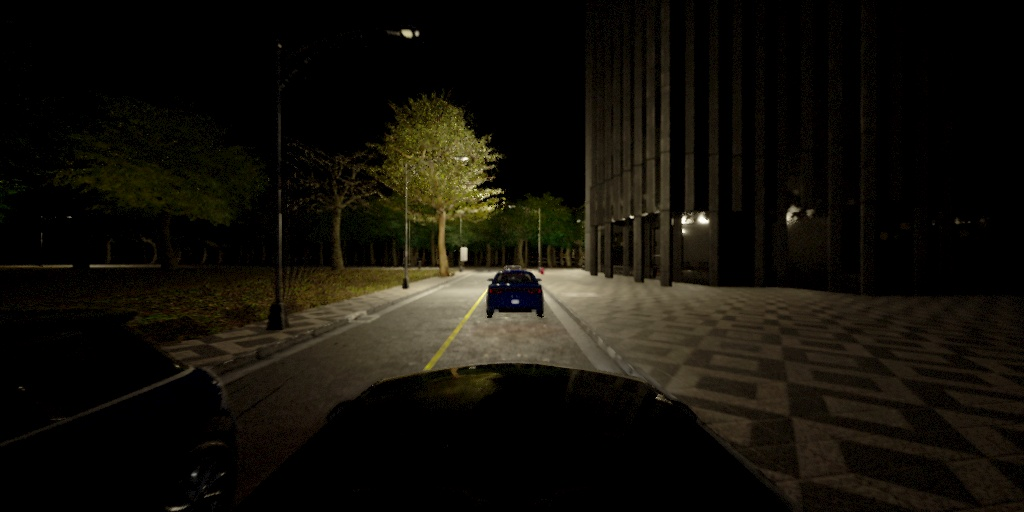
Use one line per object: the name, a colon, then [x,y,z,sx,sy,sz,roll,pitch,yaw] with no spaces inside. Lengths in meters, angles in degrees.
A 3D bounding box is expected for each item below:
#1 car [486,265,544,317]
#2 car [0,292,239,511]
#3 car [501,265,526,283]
car: [0.099,1.264,13.447,1.882,1.535,5.008,0,0,0]
car: [-3.101,1.099,0.750,2.097,1.767,4.553,0,0,0]
car: [0.099,1.432,29.992,1.895,1.301,4.718,0,0,0]
